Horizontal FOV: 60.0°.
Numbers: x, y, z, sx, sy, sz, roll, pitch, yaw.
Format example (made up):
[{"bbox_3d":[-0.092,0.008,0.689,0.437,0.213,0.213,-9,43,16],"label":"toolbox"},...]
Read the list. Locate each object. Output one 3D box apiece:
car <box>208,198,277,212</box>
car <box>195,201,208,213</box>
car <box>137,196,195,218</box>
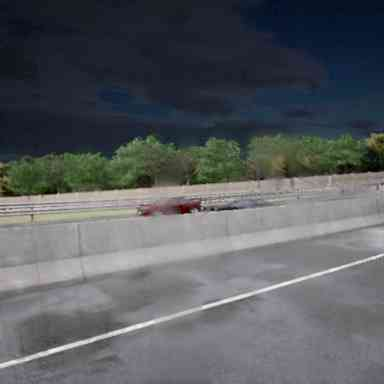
[{"bbox_3d":[3.342,1.144,19.290,4.181,1.385,1.994,-3,1,-35],"label":"car"},{"bbox_3d":[2.859,1.110,23.247,4.718,1.301,1.895,-3,2,-35],"label":"car"},{"bbox_3d":[-1.583,1.095,24.376,5.008,1.535,1.882,-2,1,-36],"label":"car"}]
